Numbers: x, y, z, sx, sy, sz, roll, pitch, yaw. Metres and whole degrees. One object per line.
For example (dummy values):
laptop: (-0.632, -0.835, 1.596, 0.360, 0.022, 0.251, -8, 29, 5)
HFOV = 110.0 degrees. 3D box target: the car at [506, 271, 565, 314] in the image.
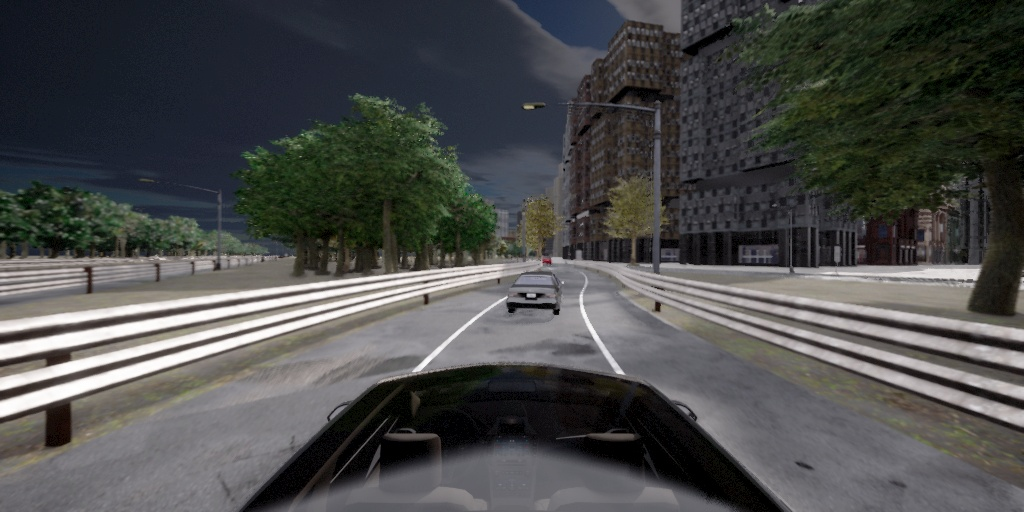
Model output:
car: (1.004, 1.302, 13.896, 2.033, 1.411, 5.357, 0, 0, 9)
